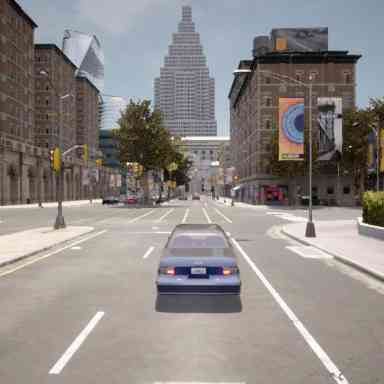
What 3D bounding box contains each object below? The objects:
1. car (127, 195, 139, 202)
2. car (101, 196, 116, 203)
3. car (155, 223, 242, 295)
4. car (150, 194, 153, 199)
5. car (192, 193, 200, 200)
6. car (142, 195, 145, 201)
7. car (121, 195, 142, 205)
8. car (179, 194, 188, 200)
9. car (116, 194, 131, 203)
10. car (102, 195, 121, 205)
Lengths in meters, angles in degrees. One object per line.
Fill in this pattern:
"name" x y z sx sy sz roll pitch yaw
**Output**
"car" -14.044 1.478 78.783 1.882 1.535 5.008 0 0 1
"car" -17.406 1.595 69.730 1.895 1.301 4.718 0 0 1
"car" 0.169 1.547 8.841 2.033 1.411 5.357 0 0 1
"car" -10.534 1.355 79.545 2.097 1.767 4.553 0 0 1
"car" 1.095 1.350 89.921 2.097 1.767 4.553 0 0 1
"car" -10.658 1.500 69.556 1.837 1.490 4.892 0 0 1
"car" -10.848 1.478 59.760 1.882 1.535 5.008 0 0 1
"car" -2.410 1.540 89.562 2.033 1.411 5.357 0 0 1
"car" -14.169 1.355 68.684 2.097 1.767 4.553 0 0 1
"car" -14.367 1.601 58.578 1.895 1.301 4.718 0 0 1
